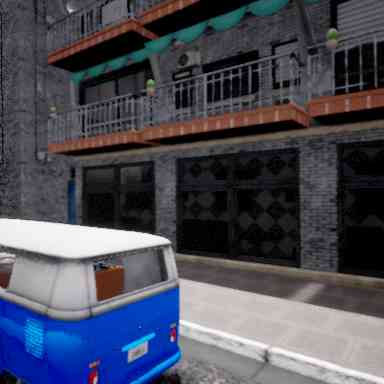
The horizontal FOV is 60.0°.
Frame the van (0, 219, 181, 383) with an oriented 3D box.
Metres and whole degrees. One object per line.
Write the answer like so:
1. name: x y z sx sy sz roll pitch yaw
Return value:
1. van: -2.033 1.317 4.351 3.998 1.788 1.690 0 -1 36
